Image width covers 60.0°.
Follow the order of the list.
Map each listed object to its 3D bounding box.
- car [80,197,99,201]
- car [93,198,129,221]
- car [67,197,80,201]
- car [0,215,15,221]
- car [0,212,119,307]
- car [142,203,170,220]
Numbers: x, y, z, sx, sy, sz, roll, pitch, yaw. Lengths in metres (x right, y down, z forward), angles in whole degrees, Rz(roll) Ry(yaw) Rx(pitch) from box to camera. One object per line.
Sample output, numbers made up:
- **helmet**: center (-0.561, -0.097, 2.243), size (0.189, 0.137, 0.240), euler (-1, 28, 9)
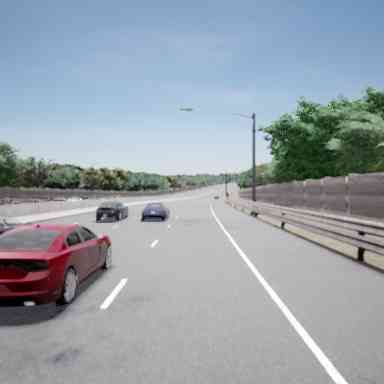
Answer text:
- **car**: center (-19.212, 1.664, 64.265), size (1.882, 1.535, 5.008), euler (0, 0, 3)
- **car**: center (-6.537, 1.538, 27.648), size (1.837, 1.490, 4.892), euler (0, 0, 1)
- **car**: center (-22.708, 1.710, 64.453), size (1.812, 1.442, 4.674), euler (-1, 0, 3)
- **car**: center (-6.825, 1.492, 11.149), size (2.128, 1.511, 4.902), euler (0, 0, 1)
- **car**: center (-3.354, 1.478, 8.091), size (1.882, 1.535, 5.008), euler (0, 0, 0)
- **car**: center (-3.021, 1.603, 28.190), size (1.994, 1.385, 4.181), euler (0, 0, 1)
